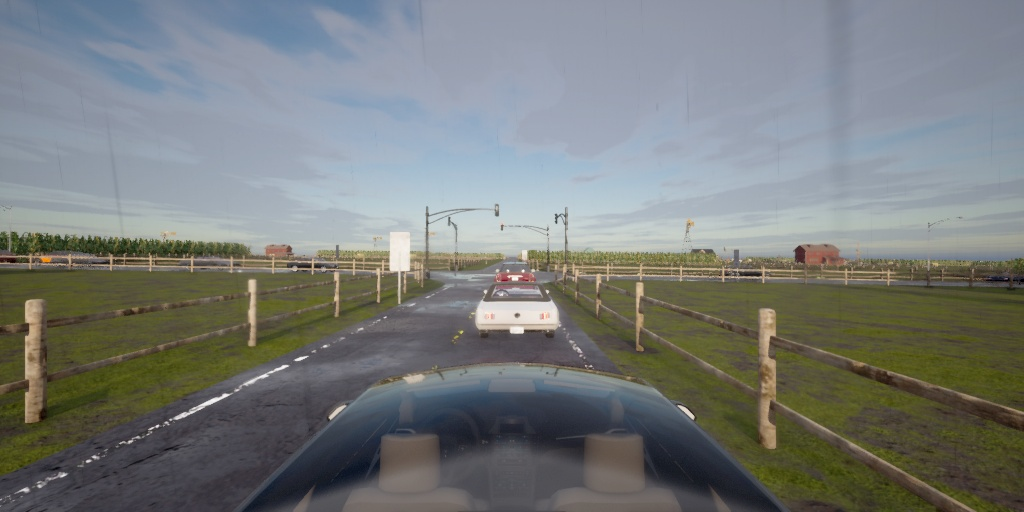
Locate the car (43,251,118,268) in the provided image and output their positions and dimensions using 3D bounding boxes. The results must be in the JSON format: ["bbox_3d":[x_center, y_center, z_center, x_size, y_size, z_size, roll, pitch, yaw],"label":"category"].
[{"bbox_3d":[-43.923,0.516,36.823,5.357,1.411,2.033,1,0,0],"label":"car"}]

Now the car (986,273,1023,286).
[{"bbox_3d":[51.787,2.377,36.508,4.718,1.301,1.895,1,0,0],"label":"car"}]

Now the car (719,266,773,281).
[{"bbox_3d":[23.887,1.735,36.595,4.892,1.490,1.837,1,0,0],"label":"car"}]

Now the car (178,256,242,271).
[{"bbox_3d":[-30.930,0.749,36.764,5.357,1.411,2.033,1,0,0],"label":"car"}]

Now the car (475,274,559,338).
[{"bbox_3d":[0.124,1.352,10.135,1.895,1.301,4.718,0,0,0],"label":"car"}]

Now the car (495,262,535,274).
[{"bbox_3d":[0.180,1.104,19.123,2.097,1.767,4.553,0,0,1],"label":"car"}]

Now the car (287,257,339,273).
[{"bbox_3d":[-20.316,0.898,36.730,4.892,1.490,1.837,1,0,0],"label":"car"}]
